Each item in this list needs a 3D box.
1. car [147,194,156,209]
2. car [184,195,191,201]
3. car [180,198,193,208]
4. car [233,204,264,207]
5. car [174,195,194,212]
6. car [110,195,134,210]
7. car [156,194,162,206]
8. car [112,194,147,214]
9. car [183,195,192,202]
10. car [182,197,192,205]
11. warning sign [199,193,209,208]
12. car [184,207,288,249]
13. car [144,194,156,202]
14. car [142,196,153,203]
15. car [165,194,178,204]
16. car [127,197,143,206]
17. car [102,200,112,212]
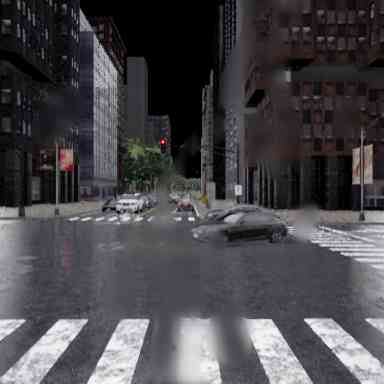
[{"bbox_3d":[-6.634,1.352,45.591,2.097,1.767,4.553,0,0,0],"label":"car"},{"bbox_3d":[-1.171,1.530,87.827,1.967,1.590,4.097,0,0,-1],"label":"car"},{"bbox_3d":[-0.817,1.589,49.853,1.802,1.307,4.206,0,0,-1],"label":"car"},{"bbox_3d":[3.360,1.549,22.051,4.902,1.511,2.128,1,0,13],"label":"car"},{"bbox_3d":[-0.717,1.429,39.004,1.967,1.590,4.097,0,0,-1],"label":"car"},{"bbox_3d":[-9.292,1.313,44.354,2.192,1.841,5.009,0,0,-1],"label":"car"},{"bbox_3d":[-6.717,1.370,55.792,2.097,1.767,4.553,0,0,0],"label":"car"},{"bbox_3d":[-6.545,1.205,35.566,2.150,2.045,5.566,0,0,-1],"label":"car"},{"bbox_3d":[-1.120,1.516,82.402,1.967,1.590,4.097,0,0,-1],"label":"car"},{"bbox_3d":[-0.918,1.572,60.703,1.887,1.381,4.507,0,0,-1],"label":"car"},{"bbox_3d":[1.560,1.110,42.696,1.300,1.860,1.060,0,0,-1],"label":"warning sign"},{"bbox_3d":[2.201,1.578,14.912,4.674,1.442,1.812,1,-1,-28],"label":"car"},{"bbox_3d":[-9.595,1.378,76.908,2.192,1.841,5.009,0,0,-1],"label":"car"},{"bbox_3d":[-9.544,1.633,71.482,1.802,1.307,4.206,0,0,-1],"label":"car"},{"bbox_3d":[-3.618,1.638,65.309,1.895,1.301,4.718,0,0,-1],"label":"car"},{"bbox_3d":[-9.391,1.542,55.035,1.752,1.417,4.829,0,0,-1],"label":"car"},{"bbox_3d":[-9.241,1.554,38.927,1.947,1.339,4.313,0,0,-1],"label":"car"}]
